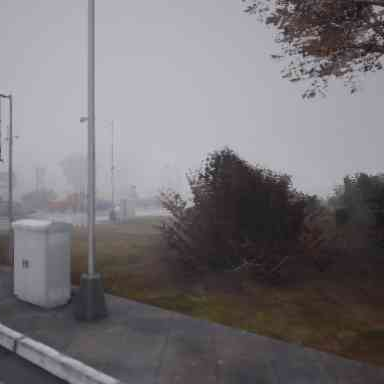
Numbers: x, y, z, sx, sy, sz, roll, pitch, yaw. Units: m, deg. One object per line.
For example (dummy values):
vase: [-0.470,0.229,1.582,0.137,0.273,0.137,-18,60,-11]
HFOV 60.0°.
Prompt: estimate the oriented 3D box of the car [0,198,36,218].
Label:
car: [-16.057,1.525,28.161,2.033,1.411,5.357,0,0,32]

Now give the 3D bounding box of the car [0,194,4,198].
car: [-19.412,1.197,29.403,2.150,2.045,5.566,0,0,32]

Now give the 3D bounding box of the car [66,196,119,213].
car: [-10.792,1.455,36.440,1.882,1.535,5.008,0,0,33]

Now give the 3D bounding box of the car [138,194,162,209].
car: [-4.524,1.194,46.281,2.150,2.045,5.566,0,0,32]

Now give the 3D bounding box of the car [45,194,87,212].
car: [-13.909,1.195,38.063,2.150,2.045,5.566,0,0,32]

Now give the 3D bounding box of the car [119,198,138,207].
car: [-8.195,1.520,47.036,2.033,1.411,5.357,0,0,33]
